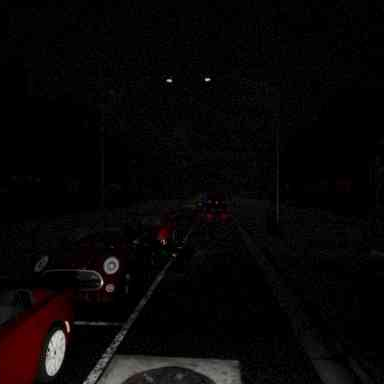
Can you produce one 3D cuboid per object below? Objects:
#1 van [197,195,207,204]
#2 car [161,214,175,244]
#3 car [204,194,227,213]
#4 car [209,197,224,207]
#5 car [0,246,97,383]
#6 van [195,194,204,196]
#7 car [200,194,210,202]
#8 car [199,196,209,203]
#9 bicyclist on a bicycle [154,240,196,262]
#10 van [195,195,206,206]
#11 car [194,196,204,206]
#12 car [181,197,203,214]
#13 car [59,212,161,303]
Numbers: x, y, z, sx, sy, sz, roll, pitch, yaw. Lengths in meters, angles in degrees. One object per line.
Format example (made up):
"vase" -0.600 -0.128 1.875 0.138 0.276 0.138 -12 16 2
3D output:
"van" 1.890 1.387 62.694 1.690 1.788 3.998 0 0 4
"car" -1.752 1.545 13.652 1.887 1.381 4.507 0 0 4
"car" 2.786 1.223 37.773 2.150 2.045 5.566 0 -1 4
"car" 3.793 1.518 51.390 2.128 1.511 4.902 0 0 4
"car" -2.559 1.545 2.754 1.887 1.381 4.507 0 0 4
"van" 1.080 1.368 51.795 1.690 1.788 3.998 0 0 4
"car" 3.104 1.394 79.041 2.192 1.841 5.009 0 0 4
"car" 2.699 1.617 73.592 2.008 1.369 4.403 0 0 4
"bicyclist on a bicycle" -0.613 1.892 10.677 1.620 0.582 1.656 10 10 -19
"van" 1.485 1.377 57.244 1.690 1.788 3.998 0 0 4
"car" 0.675 1.599 46.345 1.802 1.307 4.206 0 0 4
"car" -0.146 1.527 35.279 1.752 1.417 4.829 0 0 4
"car" -2.157 1.440 8.203 1.967 1.590 4.097 0 0 4
